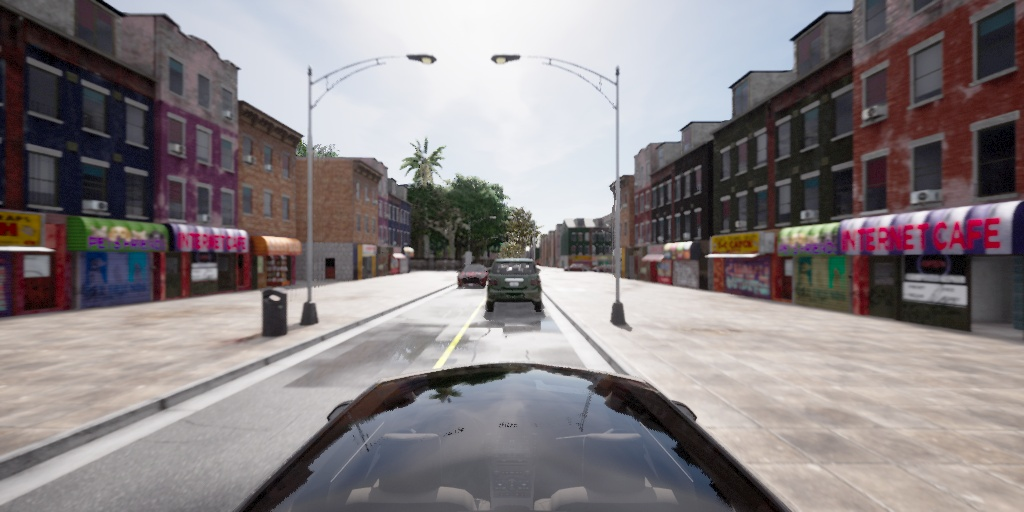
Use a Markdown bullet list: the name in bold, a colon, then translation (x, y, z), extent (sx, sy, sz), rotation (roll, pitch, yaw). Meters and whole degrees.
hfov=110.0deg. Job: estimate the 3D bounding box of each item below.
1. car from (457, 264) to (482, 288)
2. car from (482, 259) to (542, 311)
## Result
- **car**: translation (-2.850, 1.426, 27.058), extent (2.097, 1.767, 4.553), rotation (0, -1, 0)
- **car**: translation (0.091, 1.143, 15.589), extent (2.150, 2.045, 5.566), rotation (0, -1, 0)
